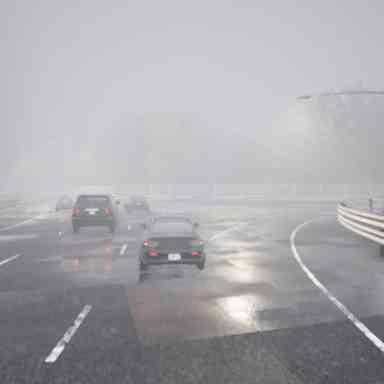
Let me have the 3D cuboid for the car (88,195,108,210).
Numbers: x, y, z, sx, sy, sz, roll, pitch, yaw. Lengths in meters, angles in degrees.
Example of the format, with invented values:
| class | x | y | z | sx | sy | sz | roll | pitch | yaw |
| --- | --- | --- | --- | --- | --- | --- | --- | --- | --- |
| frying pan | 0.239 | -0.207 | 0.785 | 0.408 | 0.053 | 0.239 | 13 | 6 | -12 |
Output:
| class | x | y | z | sx | sy | sz | roll | pitch | yaw |
| --- | --- | --- | --- | --- | --- | --- | --- | --- | --- |
| car | -11.037 | 1.216 | 38.915 | 1.882 | 1.535 | 5.008 | 0 | 0 | -20 |

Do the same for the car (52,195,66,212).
| class | x | y | z | sx | sy | sz | roll | pitch | yaw |
| --- | --- | --- | --- | --- | --- | --- | --- | --- | --- |
| car | -13.481 | 1.317 | 35.292 | 2.033 | 1.411 | 5.357 | 0 | 0 | -21 |

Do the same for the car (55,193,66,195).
| class | x | y | z | sx | sy | sz | roll | pitch | yaw |
| --- | --- | --- | --- | --- | --- | --- | --- | --- | --- |
| car | -30.231 | 1.008 | 76.056 | 1.837 | 1.490 | 4.892 | -1 | 1 | -45 |

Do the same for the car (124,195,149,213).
| class | x | y | z | sx | sy | sz | roll | pitch | yaw |
| --- | --- | --- | --- | --- | --- | --- | --- | --- | --- |
| car | -5.592 | 1.120 | 33.313 | 2.097 | 1.767 | 4.553 | 0 | 0 | -16 |

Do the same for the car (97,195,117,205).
| class | x | y | z | sx | sy | sz | roll | pitch | yaw |
| --- | --- | --- | --- | --- | --- | --- | --- | --- | --- |
| car | -13.443 | 1.246 | 52.425 | 1.895 | 1.301 | 4.718 | 0 | 0 | -28 |

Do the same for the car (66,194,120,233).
| class | x | y | z | sx | sy | sz | roll | pitch | yaw |
| --- | --- | --- | --- | --- | --- | --- | --- | --- | --- |
| car | -5.380 | 1.094 | 18.964 | 2.150 | 2.045 | 5.566 | 0 | 1 | -10 |

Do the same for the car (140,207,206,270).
| class | x | y | z | sx | sy | sz | roll | pitch | yaw |
| --- | --- | --- | --- | --- | --- | --- | --- | --- | --- |
| car | -0.690 | 1.448 | 10.700 | 1.812 | 1.442 | 4.674 | 0 | 1 | -6 |
